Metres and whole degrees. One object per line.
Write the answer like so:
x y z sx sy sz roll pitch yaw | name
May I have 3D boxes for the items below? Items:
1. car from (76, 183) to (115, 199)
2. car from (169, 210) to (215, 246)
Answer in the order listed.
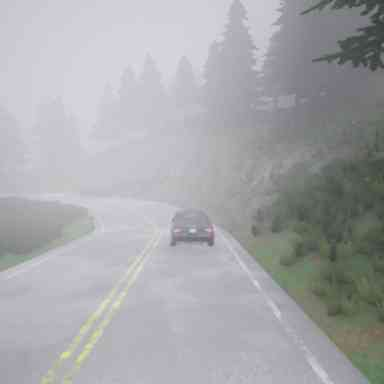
-10.145 -0.145 34.675 4.902 1.511 2.128 4 6 37 | car
-0.078 1.516 15.172 2.033 1.411 5.357 0 0 -3 | car
